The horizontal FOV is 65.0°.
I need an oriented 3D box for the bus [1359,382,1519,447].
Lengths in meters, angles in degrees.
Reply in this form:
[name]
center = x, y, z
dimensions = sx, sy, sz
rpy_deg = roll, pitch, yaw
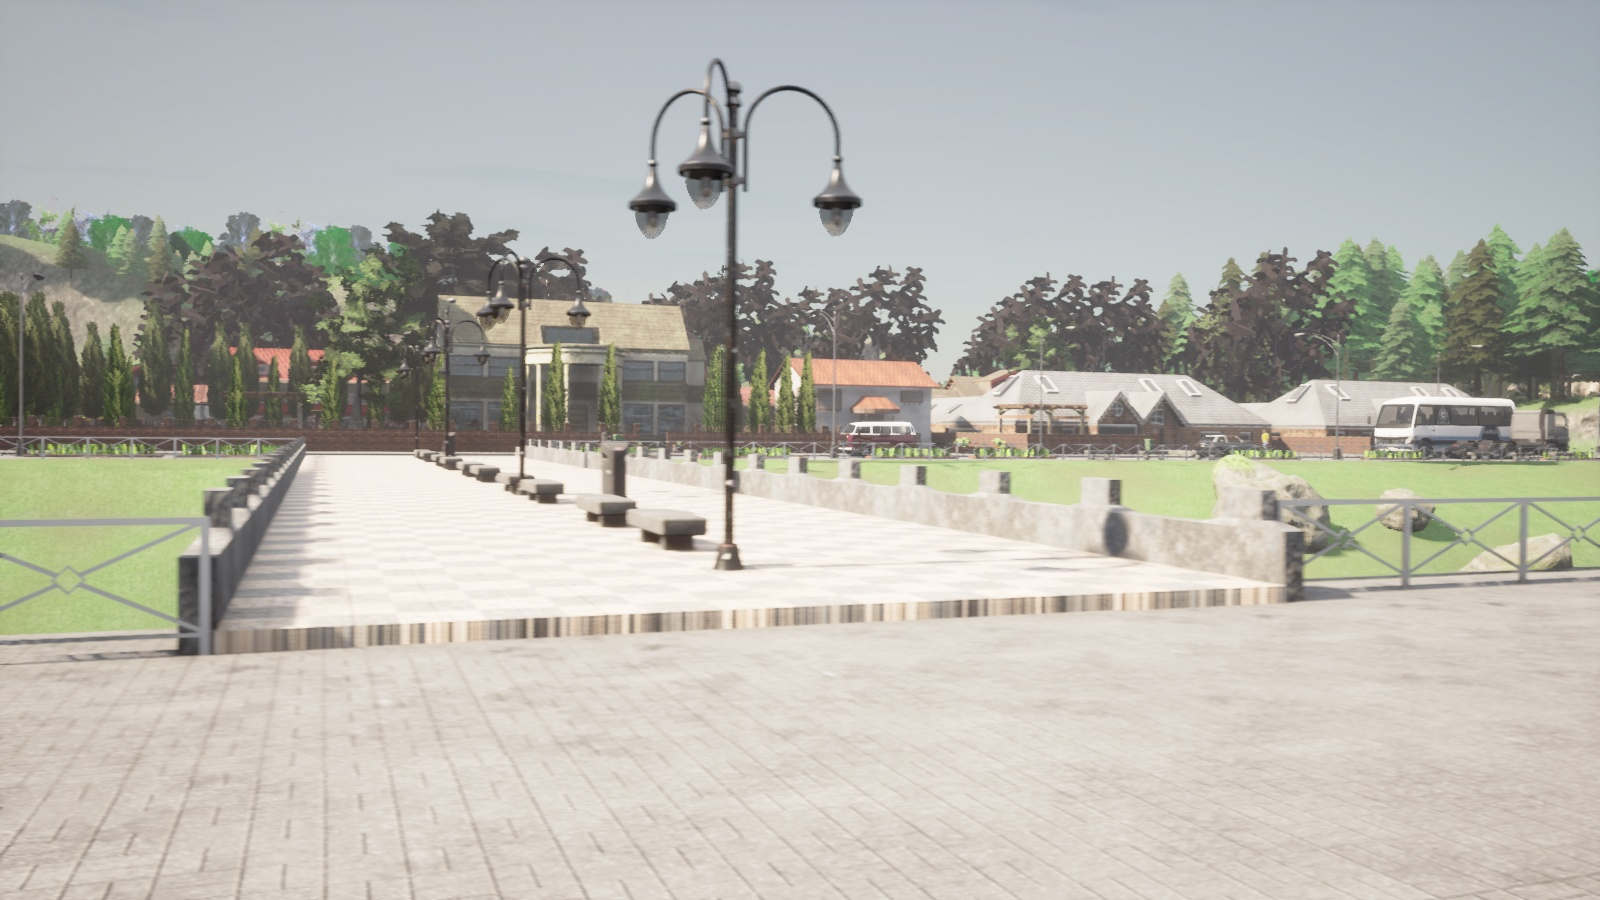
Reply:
[bus]
center = 43.961, -2.460, 86.405
dimensions = 10.273, 4.253, 3.944
rpy_deg = -1, 1, -21

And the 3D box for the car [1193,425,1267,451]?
[car]
center = 25.786, -0.740, 75.248
dimensions = 3.806, 1.475, 1.970
rpy_deg = -1, 1, -21

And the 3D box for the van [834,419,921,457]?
[van]
center = 4.415, -0.688, 71.414
dimensions = 4.480, 2.038, 2.069
rpy_deg = -1, 1, -21

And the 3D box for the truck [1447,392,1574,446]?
[truck]
center = 47.157, -2.050, 83.344
dimensions = 7.936, 3.462, 2.891
rpy_deg = -1, 1, -21
